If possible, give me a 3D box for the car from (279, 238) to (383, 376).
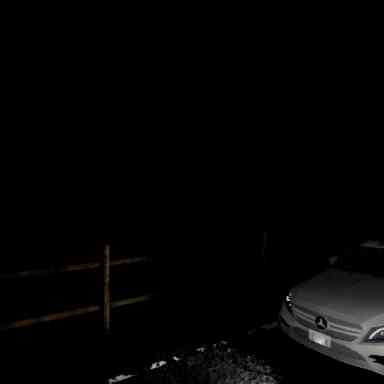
[{"bbox_3d":[3.454,1.525,5.426,4.674,1.442,1.812,0,0,-36],"label":"car"}]
